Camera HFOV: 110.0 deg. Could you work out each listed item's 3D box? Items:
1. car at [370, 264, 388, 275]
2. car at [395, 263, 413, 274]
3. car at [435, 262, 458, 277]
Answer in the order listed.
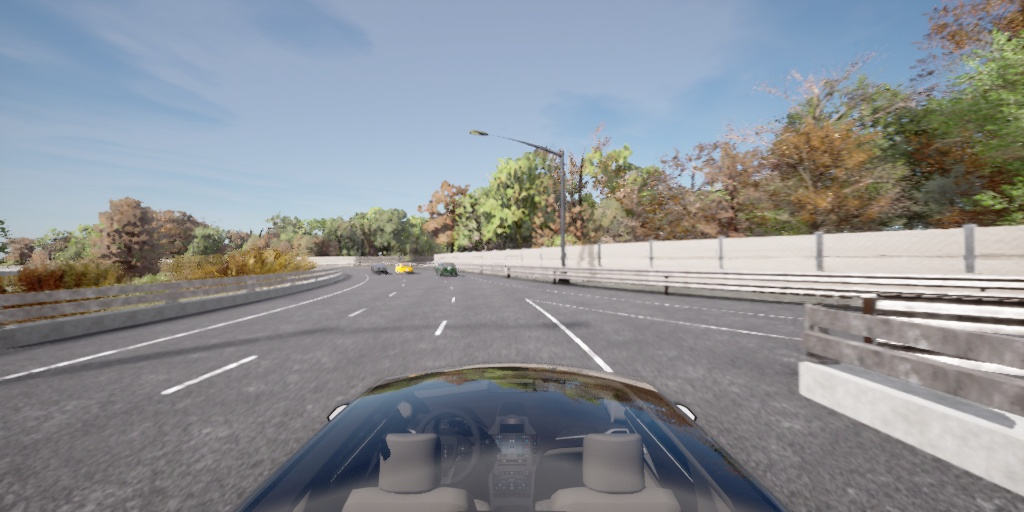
[{"bbox_3d":[-19.100,1.902,51.324,2.033,1.411,5.357,0,-1,-29],"label":"car"},{"bbox_3d":[-15.676,1.805,52.072,1.882,1.535,5.008,0,-1,-27],"label":"car"},{"bbox_3d":[-8.078,1.536,43.677,2.097,1.767,4.553,0,0,-21],"label":"car"}]
